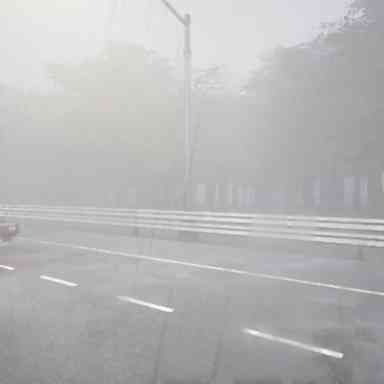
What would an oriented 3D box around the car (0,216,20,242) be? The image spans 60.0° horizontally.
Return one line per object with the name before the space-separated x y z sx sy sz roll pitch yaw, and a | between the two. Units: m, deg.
car | -10.032 1.641 15.348 4.718 1.301 1.895 0 0 36
